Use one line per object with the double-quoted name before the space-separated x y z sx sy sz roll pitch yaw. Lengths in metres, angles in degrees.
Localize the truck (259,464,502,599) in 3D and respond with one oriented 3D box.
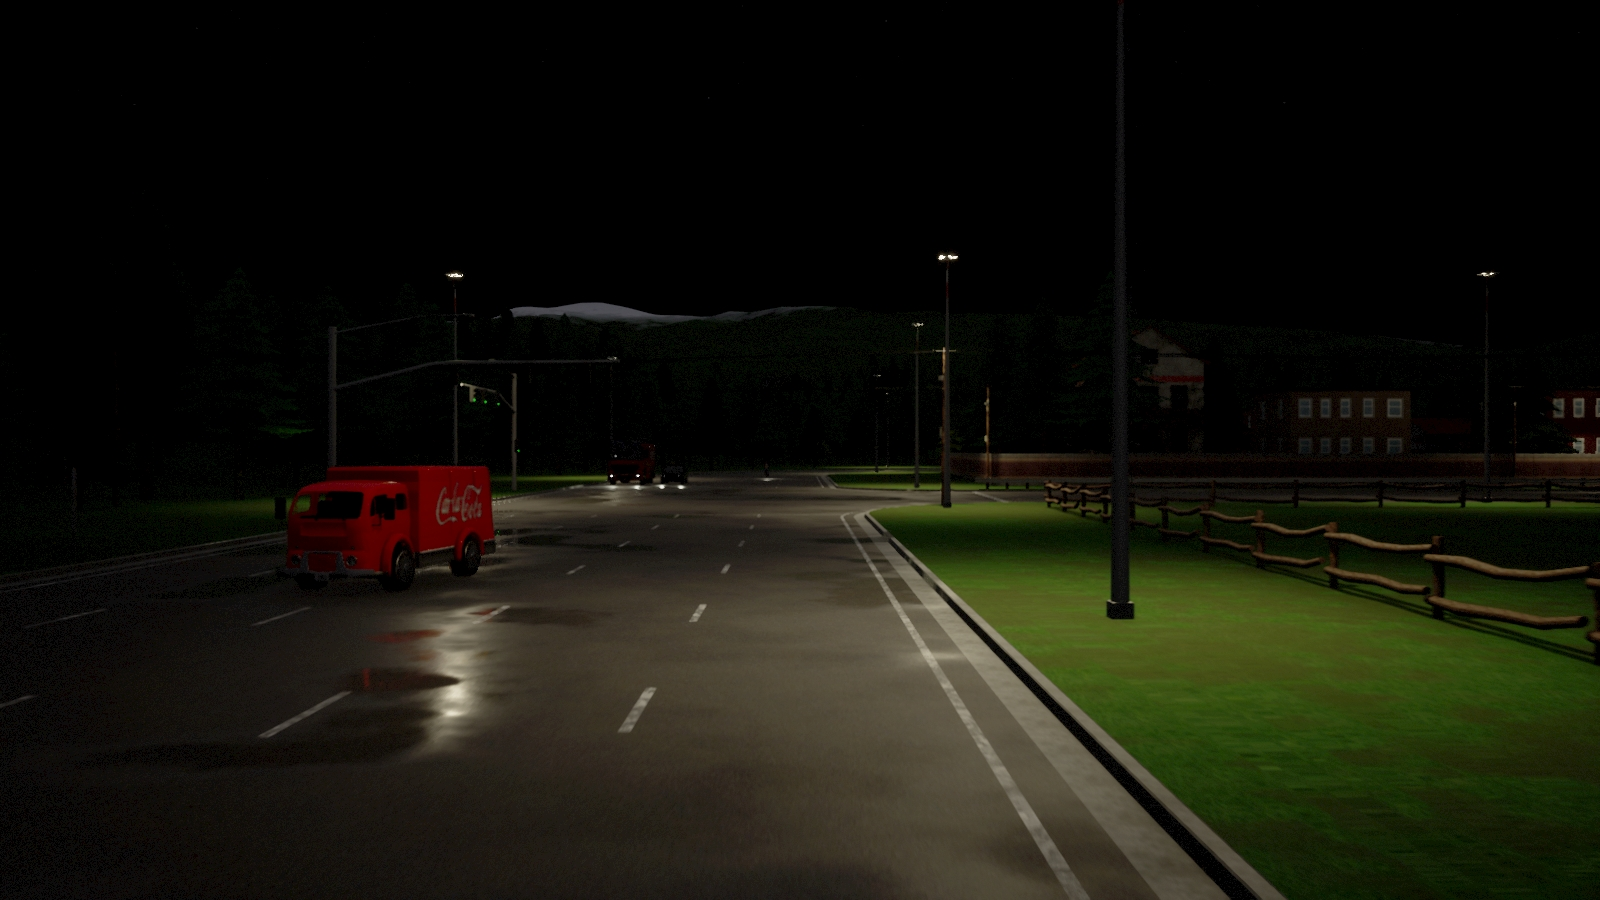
"truck" -8.659 1.573 24.242 2.627 2.467 5.204 0 0 9
